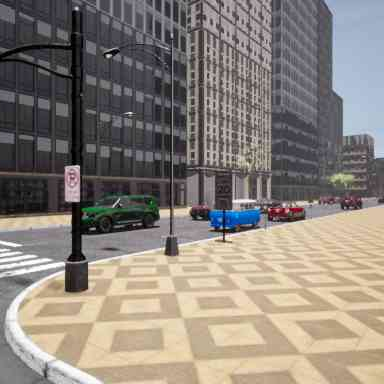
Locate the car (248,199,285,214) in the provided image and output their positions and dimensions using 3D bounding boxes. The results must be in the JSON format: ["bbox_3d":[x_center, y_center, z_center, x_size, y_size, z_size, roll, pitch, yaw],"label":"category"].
[{"bbox_3d":[8.224,1.523,36.322,2.128,1.511,4.902,0,0,38],"label":"car"}]

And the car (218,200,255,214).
[{"bbox_3d":[4.876,1.571,36.049,1.887,1.381,4.507,0,0,38],"label":"car"}]

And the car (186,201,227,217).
[{"bbox_3d":[1.471,1.604,31.648,1.802,1.307,4.206,0,0,38],"label":"car"}]

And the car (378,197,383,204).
[{"bbox_3d":[38.347,1.658,66.425,1.947,1.339,4.313,0,0,38],"label":"car"}]

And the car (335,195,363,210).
[{"bbox_3d":[21.323,1.368,44.426,2.192,1.841,5.009,0,0,38],"label":"car"}]

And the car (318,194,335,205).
[{"bbox_3d":[25.306,1.381,62.450,2.192,1.841,5.009,0,0,38],"label":"car"}]

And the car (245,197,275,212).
[{"bbox_3d":[8.281,1.471,40.449,1.967,1.590,4.097,0,0,38],"label":"car"}]

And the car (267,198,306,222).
[{"bbox_3d":[7.703,1.472,26.825,1.967,1.590,4.097,0,0,38],"label":"car"}]

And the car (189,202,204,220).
[{"bbox_3d":[1.837,1.624,28.086,1.895,1.301,4.718,0,0,38],"label":"car"}]

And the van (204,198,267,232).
[{"bbox_3d":[2.723,1.368,20.209,1.690,1.788,3.998,0,0,38],"label":"van"}]

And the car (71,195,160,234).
[{"bbox_3d":[-4.380,1.238,20.019,2.150,2.045,5.566,0,0,39],"label":"car"}]

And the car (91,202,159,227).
[{"bbox_3d":[-4.657,1.540,23.941,1.752,1.417,4.829,0,0,38],"label":"car"}]

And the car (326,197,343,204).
[{"bbox_3d":[28.711,1.624,66.849,2.008,1.369,4.403,0,0,38],"label":"car"}]
